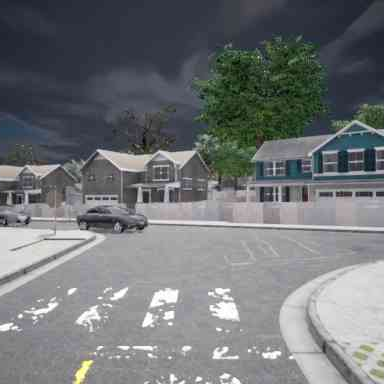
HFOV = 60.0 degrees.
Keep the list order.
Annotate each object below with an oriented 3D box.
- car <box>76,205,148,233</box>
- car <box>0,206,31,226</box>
[{"bbox_3d":[-4.791,1.577,19.763,4.892,1.490,1.837,-2,-2,33],"label":"car"},{"bbox_3d":[-14.616,1.876,25.934,4.902,1.511,2.128,-2,-2,31],"label":"car"}]
